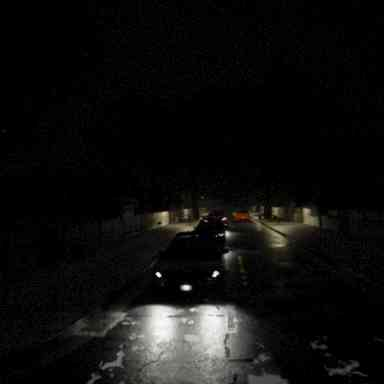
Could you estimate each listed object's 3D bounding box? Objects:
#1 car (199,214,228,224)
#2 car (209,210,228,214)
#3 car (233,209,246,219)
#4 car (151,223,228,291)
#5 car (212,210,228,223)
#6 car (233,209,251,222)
[{"bbox_3d":[1.195,2.321,20.544,2.033,1.411,5.357,-2,-2,6],"label":"car"},{"bbox_3d":[2.268,2.487,30.654,2.097,1.767,4.553,-2,-2,6],"label":"car"},{"bbox_3d":[7.458,3.448,52.588,1.895,1.301,4.718,-2,-2,6],"label":"car"},{"bbox_3d":[0.130,1.963,10.488,2.033,1.411,5.357,-2,-2,6],"label":"car"},{"bbox_3d":[3.677,3.155,43.299,1.994,1.385,4.181,-2,-2,7],"label":"car"},{"bbox_3d":[6.367,2.934,41.875,1.882,1.535,5.008,-2,-2,7],"label":"car"}]
